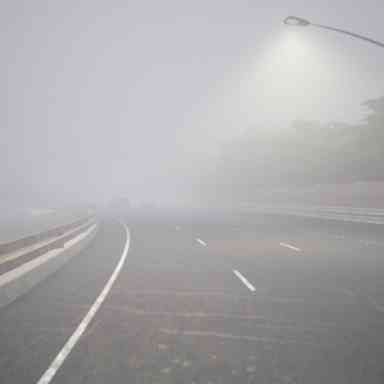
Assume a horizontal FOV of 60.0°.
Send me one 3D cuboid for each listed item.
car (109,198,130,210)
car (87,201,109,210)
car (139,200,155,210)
[{"bbox_3d":[-12.116,1.934,54.843,2.150,2.045,5.566,0,-1,-32],"label":"car"},{"bbox_3d":[-15.660,2.207,53.877,1.882,1.535,5.008,0,-1,-35],"label":"car"},{"bbox_3d":[-7.607,2.169,56.133,1.882,1.535,5.008,0,-1,-21],"label":"car"}]
